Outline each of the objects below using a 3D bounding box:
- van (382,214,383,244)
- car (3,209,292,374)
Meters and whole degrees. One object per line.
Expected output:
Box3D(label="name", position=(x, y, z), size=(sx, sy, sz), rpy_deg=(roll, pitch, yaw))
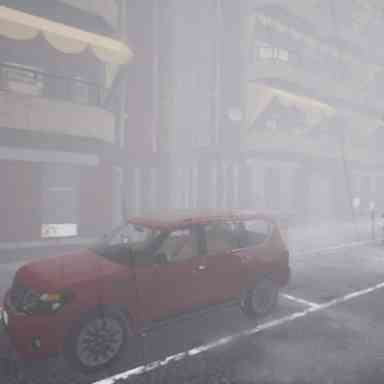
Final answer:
Box3D(label="van", position=(8.614, 1.263, 12.250), size=(3.998, 1.788, 1.690), rpy_deg=(0, 2, -36))
Box3D(label="car", position=(-0.374, 1.300, 5.808), size=(5.009, 1.841, 2.192), rpy_deg=(0, 2, -36))
